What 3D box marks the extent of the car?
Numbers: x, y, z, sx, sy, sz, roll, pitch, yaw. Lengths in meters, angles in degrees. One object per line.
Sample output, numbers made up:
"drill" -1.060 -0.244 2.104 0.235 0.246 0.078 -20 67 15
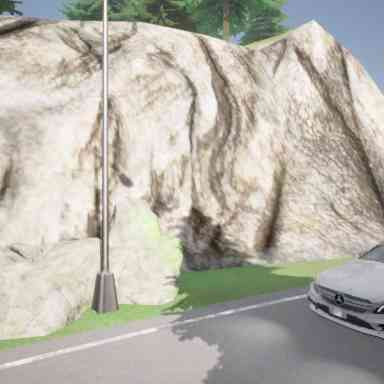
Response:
"car" 4.258 1.526 6.018 4.674 1.442 1.812 0 0 -27
